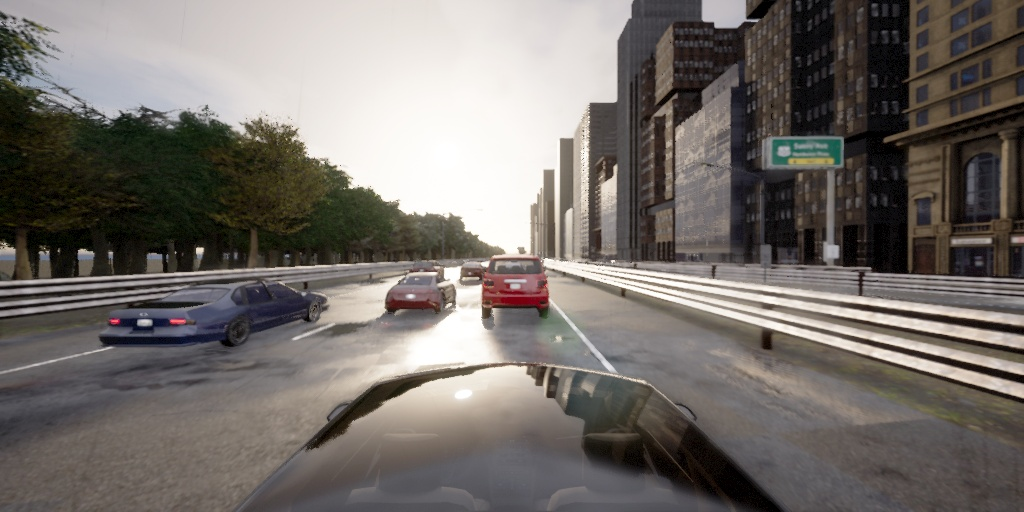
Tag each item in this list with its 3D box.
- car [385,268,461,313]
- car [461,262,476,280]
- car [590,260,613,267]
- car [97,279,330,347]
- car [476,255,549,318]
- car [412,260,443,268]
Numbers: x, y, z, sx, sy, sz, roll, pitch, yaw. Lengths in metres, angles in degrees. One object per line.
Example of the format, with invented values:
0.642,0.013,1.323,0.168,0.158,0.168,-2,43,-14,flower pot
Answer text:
-3.399,1.328,14.035,1.994,1.385,4.181,0,0,0,car
-3.400,1.270,31.414,1.882,1.535,5.008,0,0,0,car
13.087,1.350,53.157,2.033,1.649,4.856,0,0,-16,car
-6.901,1.306,9.257,2.033,1.411,5.357,0,0,0,car
0.100,0.985,13.195,2.150,2.045,5.566,0,0,0,car
-6.898,1.141,29.577,2.097,1.767,4.553,0,0,0,car
